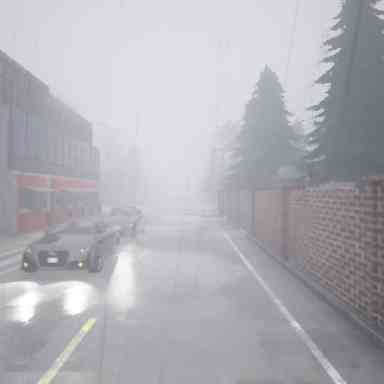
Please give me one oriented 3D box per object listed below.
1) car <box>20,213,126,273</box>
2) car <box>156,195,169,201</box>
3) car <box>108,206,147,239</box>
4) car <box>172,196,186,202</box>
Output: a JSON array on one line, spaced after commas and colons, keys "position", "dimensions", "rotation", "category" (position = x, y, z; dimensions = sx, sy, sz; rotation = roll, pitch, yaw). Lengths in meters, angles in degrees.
[{"position": [-3.590, 1.569, 10.566], "dimensions": [1.994, 1.385, 4.181], "rotation": [0, 0, 0], "category": "car"}, {"position": [-7.440, 1.485, 84.238], "dimensions": [1.994, 1.385, 4.181], "rotation": [0, 0, -34], "category": "car"}, {"position": [-3.504, 1.512, 17.259], "dimensions": [2.128, 1.511, 4.902], "rotation": [0, 0, 0], "category": "car"}, {"position": [-2.965, 1.627, 75.069], "dimensions": [1.895, 1.301, 4.718], "rotation": [0, 0, -22], "category": "car"}]
